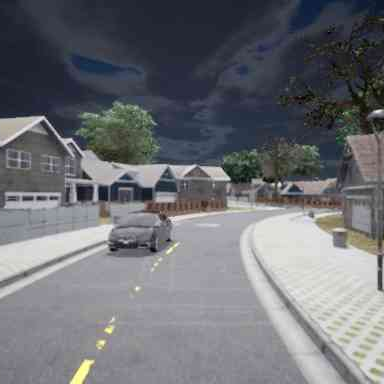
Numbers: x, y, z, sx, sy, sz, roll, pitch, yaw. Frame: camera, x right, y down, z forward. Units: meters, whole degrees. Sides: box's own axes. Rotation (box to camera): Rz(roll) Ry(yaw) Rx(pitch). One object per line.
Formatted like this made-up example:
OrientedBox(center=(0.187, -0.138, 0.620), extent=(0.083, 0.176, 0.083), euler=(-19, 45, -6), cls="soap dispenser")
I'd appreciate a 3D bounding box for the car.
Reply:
OrientedBox(center=(-2.024, 1.577, 14.204), extent=(1.837, 1.490, 4.892), euler=(0, -1, 7), cls="car")
